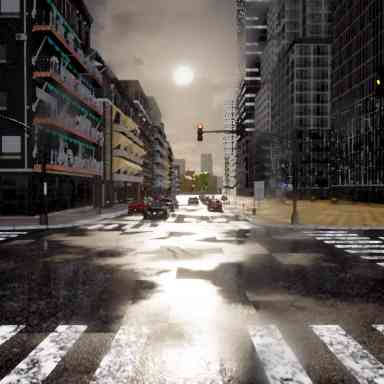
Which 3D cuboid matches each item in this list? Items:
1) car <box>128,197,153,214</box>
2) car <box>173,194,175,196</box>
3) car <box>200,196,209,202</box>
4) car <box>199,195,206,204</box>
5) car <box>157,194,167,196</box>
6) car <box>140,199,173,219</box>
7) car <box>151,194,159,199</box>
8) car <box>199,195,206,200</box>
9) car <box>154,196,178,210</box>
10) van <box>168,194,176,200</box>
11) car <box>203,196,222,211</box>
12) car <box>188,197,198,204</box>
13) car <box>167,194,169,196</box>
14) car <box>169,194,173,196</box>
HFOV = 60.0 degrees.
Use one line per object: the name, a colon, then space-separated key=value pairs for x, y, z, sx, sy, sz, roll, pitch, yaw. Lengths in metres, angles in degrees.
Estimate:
car: x=-5.623 y=1.539 z=35.300 sx=1.887 sy=1.381 sz=4.507 roll=-1 pitch=0 yaw=0
car: x=-5.512 y=1.318 z=86.141 sx=2.192 sy=1.841 sz=5.009 roll=-1 pitch=0 yaw=0
car: x=2.813 y=1.544 z=74.882 sx=1.887 sy=1.381 sz=4.507 roll=-1 pitch=0 yaw=0
car: x=2.788 y=1.548 z=63.584 sx=2.008 sy=1.369 sz=4.403 roll=-1 pitch=0 yaw=0
car: x=-5.588 y=1.310 z=52.248 sx=2.192 sy=1.841 sz=5.009 roll=-1 pitch=0 yaw=0
car: x=-3.035 y=1.559 z=29.073 sx=1.994 sy=1.385 sz=4.181 roll=0 pitch=0 yaw=0
car: x=-5.612 y=1.434 z=40.949 sx=1.967 sy=1.590 sz=4.097 roll=-1 pitch=0 yaw=0
car: x=2.851 y=1.531 z=91.999 sx=1.752 sy=1.417 sz=4.829 roll=-1 pitch=0 yaw=0
car: x=-3.008 y=1.499 z=38.983 sx=1.837 sy=1.490 sz=4.892 roll=0 pitch=0 yaw=0
van: x=-5.499 y=1.346 z=91.789 sx=1.690 sy=1.788 sz=3.998 roll=-1 pitch=0 yaw=0
car: x=2.737 y=1.539 z=40.988 sx=1.887 sy=1.381 sz=4.507 roll=-1 pitch=0 yaw=0
car: x=0.246 y=1.561 z=64.959 sx=1.994 sy=1.385 sz=4.181 roll=0 pitch=0 yaw=0
car: x=-5.574 y=1.436 z=57.896 sx=1.967 sy=1.590 sz=4.097 roll=-1 pitch=0 yaw=0
car: x=-5.546 y=1.580 z=69.194 sx=1.802 sy=1.307 sz=4.206 roll=-1 pitch=0 yaw=0
